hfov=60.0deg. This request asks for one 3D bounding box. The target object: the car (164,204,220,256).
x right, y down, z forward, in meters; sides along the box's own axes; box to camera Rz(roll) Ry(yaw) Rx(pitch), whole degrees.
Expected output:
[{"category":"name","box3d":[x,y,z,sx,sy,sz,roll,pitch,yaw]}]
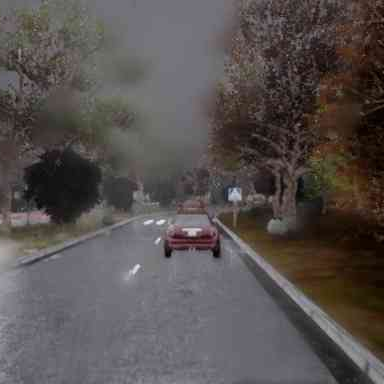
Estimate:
[{"category":"car","box3d":[0.008,1.543,14.094,2.097,1.767,4.553,0,-1,0]}]

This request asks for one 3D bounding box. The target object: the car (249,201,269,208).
[{"category":"car","box3d":[13.966,2.613,68.679,2.033,1.411,5.357,-2,-2,43]}]

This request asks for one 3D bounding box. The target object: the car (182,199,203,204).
[{"category":"car","box3d":[0.015,1.635,29.037,2.150,2.045,5.566,0,-1,0]}]
